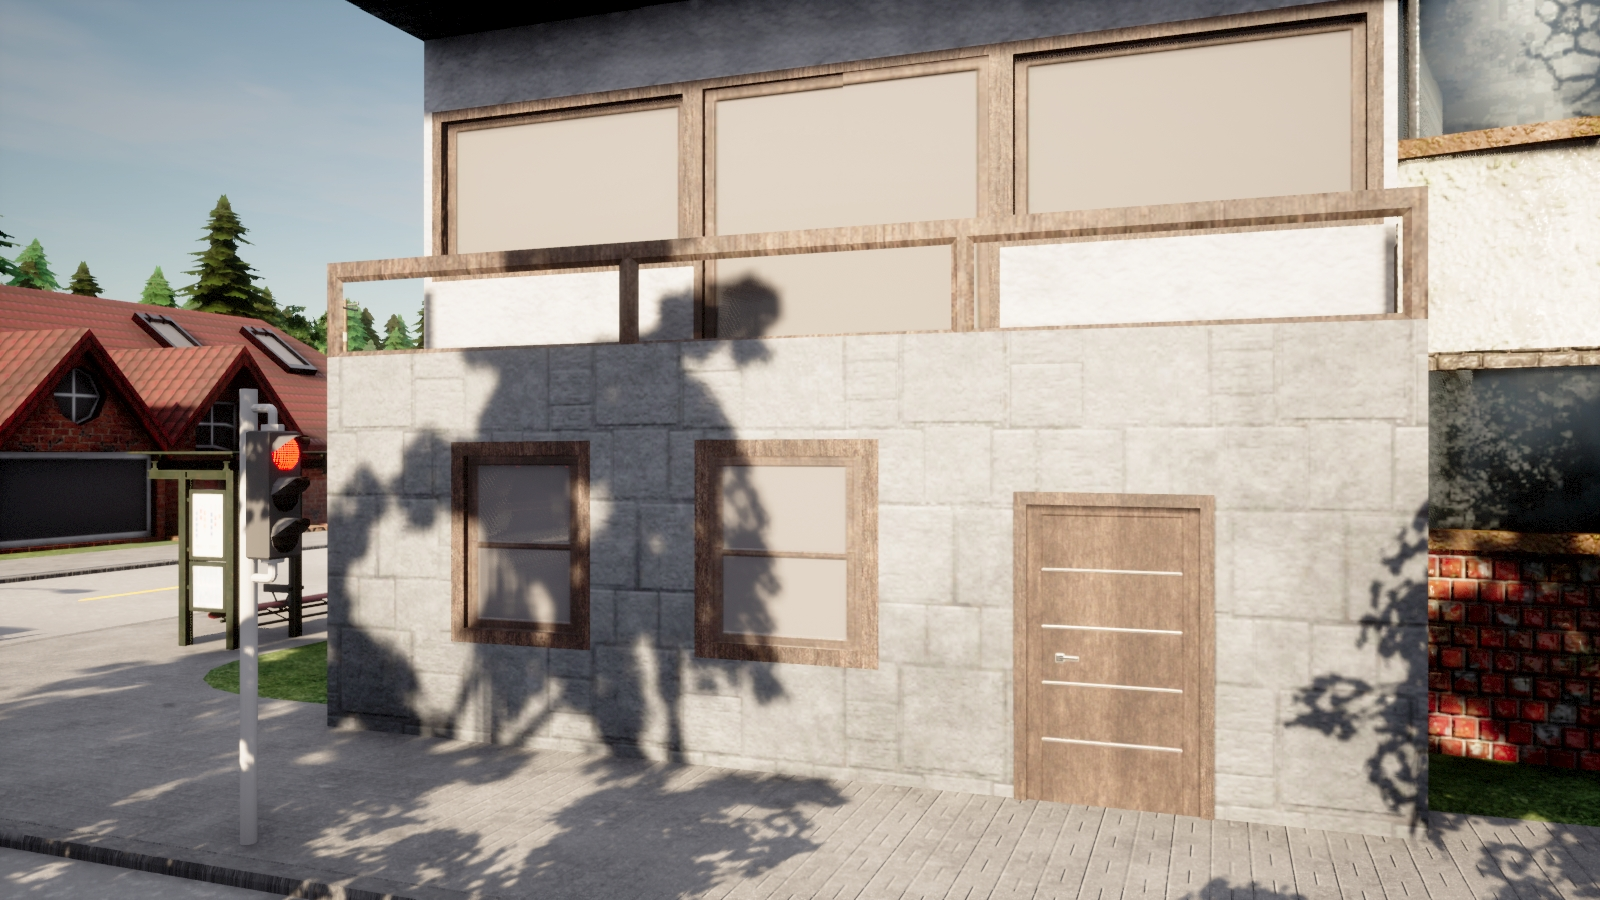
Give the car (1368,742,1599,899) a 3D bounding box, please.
[{"bbox_3d":[3.429,1.806,2.544,3.705,1.549,1.789,0,0,20],"label":"car"}]
